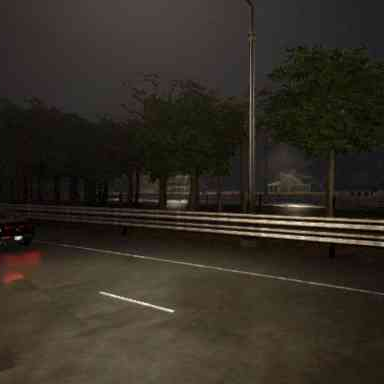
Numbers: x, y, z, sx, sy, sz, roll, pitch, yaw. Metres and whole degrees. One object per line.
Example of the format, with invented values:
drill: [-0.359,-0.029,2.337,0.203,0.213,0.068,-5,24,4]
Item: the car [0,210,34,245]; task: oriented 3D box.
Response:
car: [-8.638,1.503,14.031,4.892,1.490,1.837,0,0,34]
